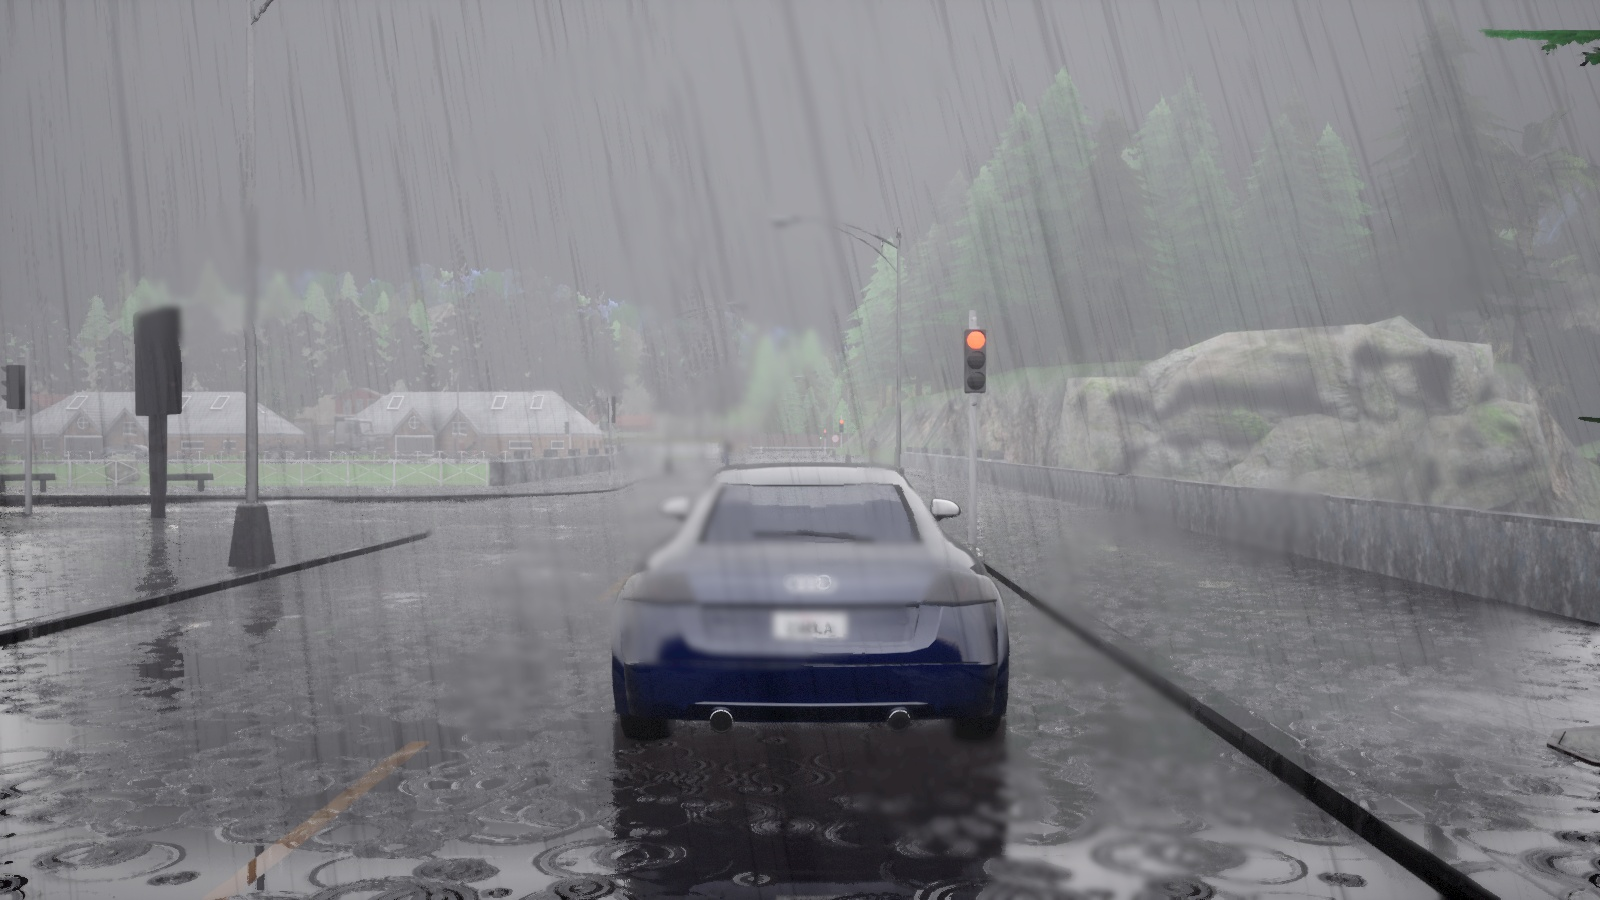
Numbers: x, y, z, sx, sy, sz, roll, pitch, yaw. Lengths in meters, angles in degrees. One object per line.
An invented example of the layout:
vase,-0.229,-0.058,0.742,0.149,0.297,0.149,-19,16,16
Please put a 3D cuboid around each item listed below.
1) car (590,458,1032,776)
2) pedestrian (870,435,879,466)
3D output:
car,0.066,0.767,7.763,1.994,1.385,4.181,0,0,1
pedestrian,4.487,0.032,75.769,0.540,1.848,0.694,0,0,1
